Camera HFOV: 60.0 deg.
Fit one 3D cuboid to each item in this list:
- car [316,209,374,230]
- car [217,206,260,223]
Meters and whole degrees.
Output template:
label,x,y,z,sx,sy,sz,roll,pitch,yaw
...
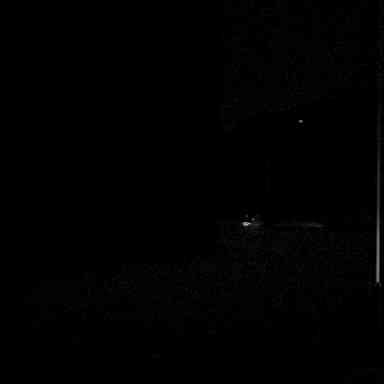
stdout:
label,x,y,z,sx,sy,sz,roll,pitch,yaw
car,11.070,1.883,23.673,1.994,1.385,4.181,2,-2,-35
car,3.485,1.910,29.324,2.033,1.411,5.357,2,-2,-35
